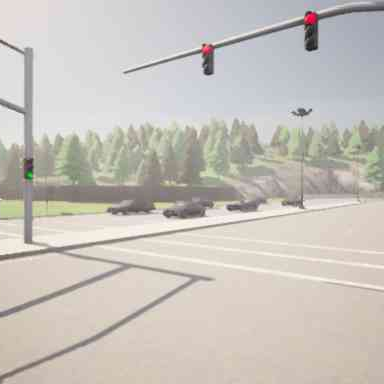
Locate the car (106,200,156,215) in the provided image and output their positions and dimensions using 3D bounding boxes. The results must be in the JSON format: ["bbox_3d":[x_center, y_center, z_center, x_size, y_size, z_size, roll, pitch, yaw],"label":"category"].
[{"bbox_3d":[-5.930,1.464,32.998,2.033,1.411,5.357,0,0,36],"label":"car"}]

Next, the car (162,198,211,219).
[{"bbox_3d":[-0.617,1.506,28.407,1.994,1.385,4.181,0,0,36],"label":"car"}]

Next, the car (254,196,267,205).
[{"bbox_3d":[11.073,1.427,56.220,1.837,1.490,4.892,0,0,37],"label":"car"}]

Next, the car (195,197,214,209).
[{"bbox_3d":[0.947,1.410,42.423,2.128,1.511,4.902,0,0,36],"label":"car"}]

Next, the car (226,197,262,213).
[{"bbox_3d":[5.659,1.544,37.016,1.895,1.301,4.718,0,0,36],"label":"car"}]

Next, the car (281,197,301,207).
[{"bbox_3d":[14.977,1.422,49.730,1.882,1.535,5.008,0,0,37],"label":"car"}]
